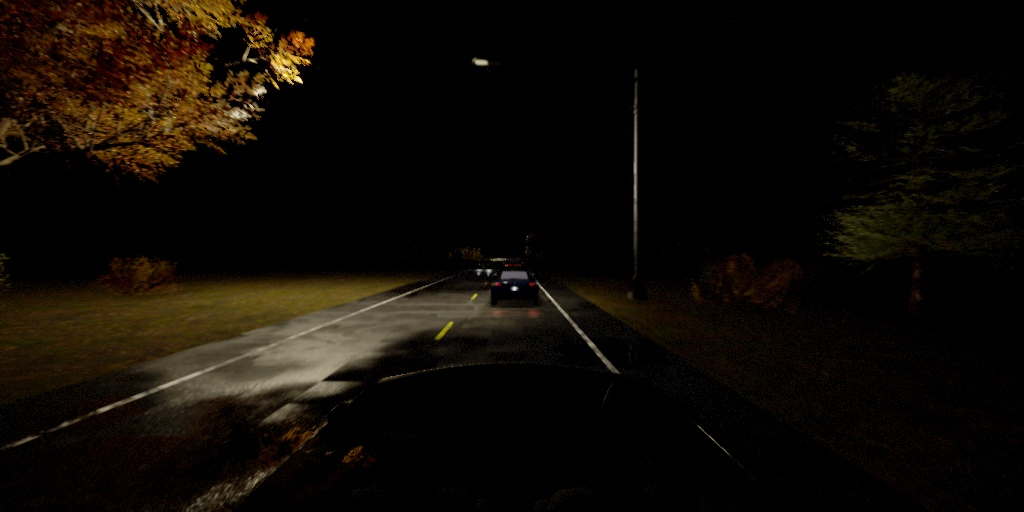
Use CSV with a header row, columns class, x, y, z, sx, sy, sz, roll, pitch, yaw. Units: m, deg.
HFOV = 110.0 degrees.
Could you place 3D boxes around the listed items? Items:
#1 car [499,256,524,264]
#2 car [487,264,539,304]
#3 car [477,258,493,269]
class,x,y,z,sx,sy,sz,roll,pitch,yaw
car,0.094,1.011,33.618,2.128,1.511,4.902,0,0,0
car,0.097,1.212,15.800,1.994,1.385,4.181,0,0,0
car,-3.562,0.963,47.610,2.033,1.411,5.357,0,0,1
